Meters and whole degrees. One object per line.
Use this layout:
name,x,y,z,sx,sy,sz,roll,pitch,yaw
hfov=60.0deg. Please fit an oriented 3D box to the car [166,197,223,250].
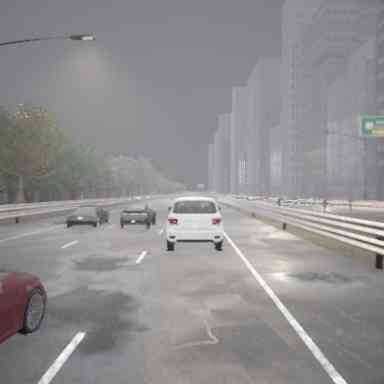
car,0.101,1.225,14.506,2.150,2.045,5.566,0,0,0

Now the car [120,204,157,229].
car,-3.402,1.497,21.723,2.128,1.511,4.902,0,0,0

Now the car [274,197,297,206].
car,15.802,1.641,56.516,2.128,1.511,4.902,0,0,-18

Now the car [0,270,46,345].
car,-3.400,1.527,3.776,1.812,1.442,4.674,0,0,0

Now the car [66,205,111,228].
car,-6.900,1.570,22.521,1.994,1.385,4.181,0,0,0

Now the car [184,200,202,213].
car,0.098,1.619,38.931,1.895,1.301,4.718,0,0,0
